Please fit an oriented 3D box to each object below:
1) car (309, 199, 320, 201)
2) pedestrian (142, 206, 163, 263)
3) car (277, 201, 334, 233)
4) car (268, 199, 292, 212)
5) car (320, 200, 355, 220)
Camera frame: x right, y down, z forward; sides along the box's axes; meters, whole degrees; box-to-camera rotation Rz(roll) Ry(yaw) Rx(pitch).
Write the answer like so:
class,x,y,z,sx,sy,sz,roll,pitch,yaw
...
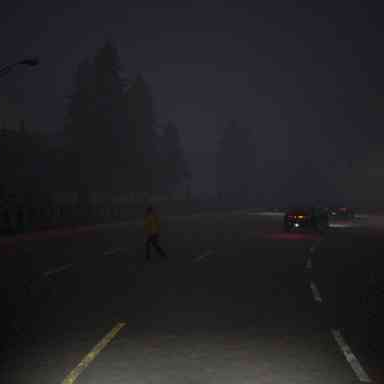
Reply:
class,x,y,z,sx,sy,sz,roll,pitch,yaw
car,13.254,1.527,35.769,1.812,1.442,4.674,0,0,35
pedestrian,-1.263,1.294,10.611,0.375,1.860,0.375,0,0,17
car,6.855,1.505,19.734,1.837,1.490,4.892,0,0,32
car,10.502,1.547,37.939,2.033,1.411,5.357,0,0,35
car,12.604,1.526,28.430,1.812,1.442,4.674,0,0,34
